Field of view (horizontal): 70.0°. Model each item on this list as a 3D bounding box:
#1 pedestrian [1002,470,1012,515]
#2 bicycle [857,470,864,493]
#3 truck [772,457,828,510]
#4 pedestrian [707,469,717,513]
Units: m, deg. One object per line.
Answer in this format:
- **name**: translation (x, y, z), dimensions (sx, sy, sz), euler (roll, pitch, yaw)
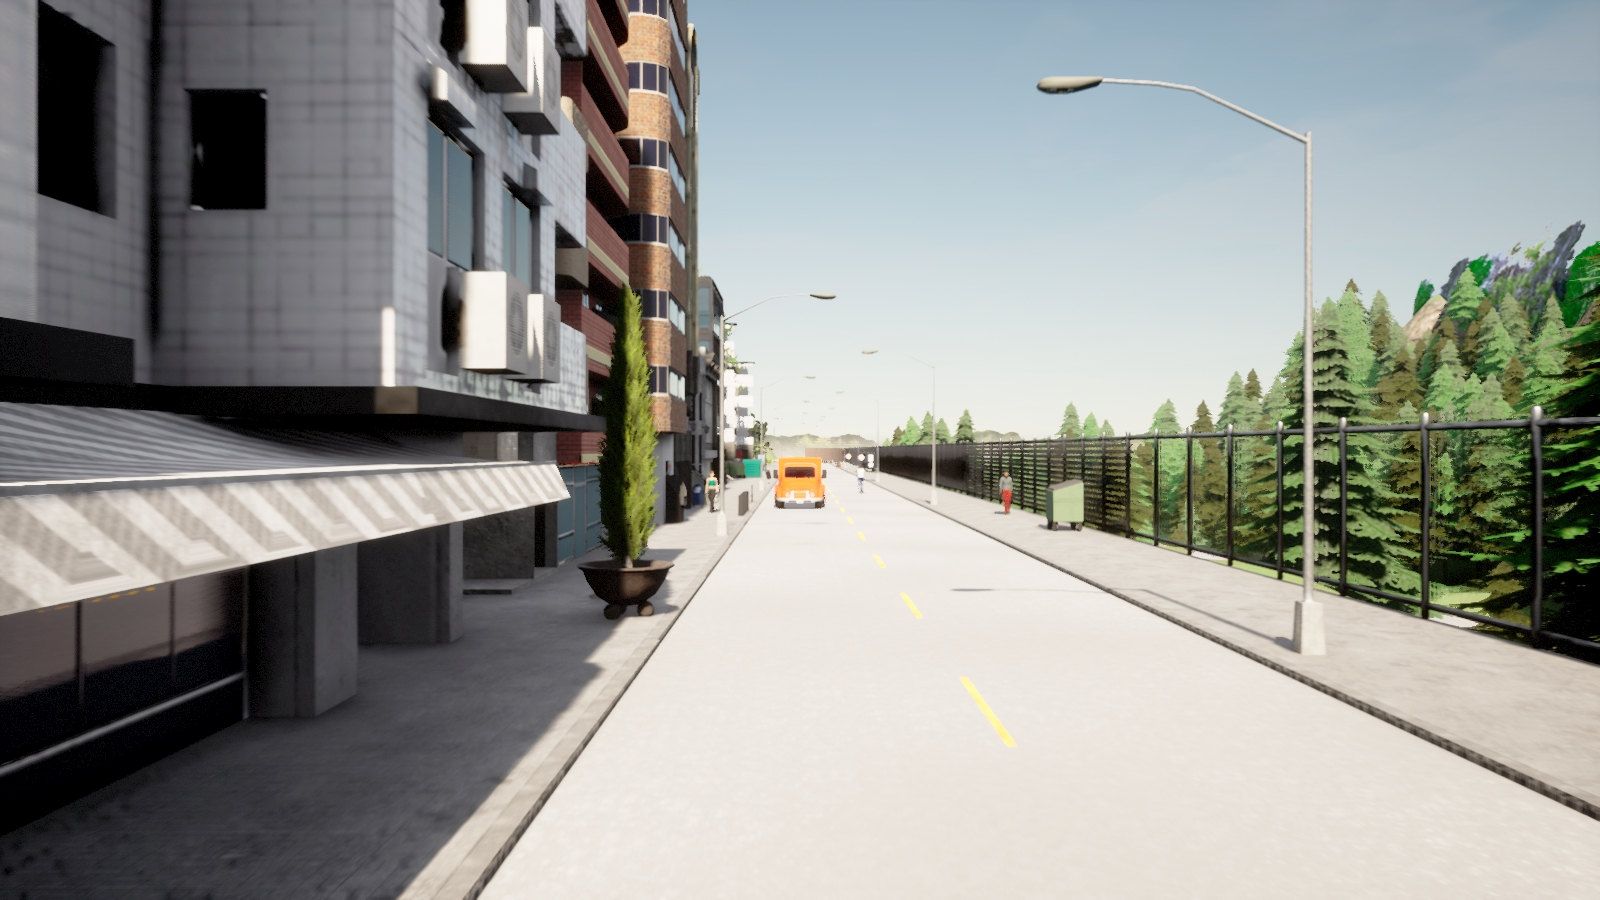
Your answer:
- **pedestrian**: translation (8.531, 1.748, 47.142), dimensions (0.375, 1.860, 0.375), euler (0, 0, 7)
- **bicycle**: translation (3.993, 2.062, 75.061), dimensions (0.373, 1.496, 1.643), euler (0, 0, 0)
- **truck**: translation (-0.004, 1.579, 55.917), dimensions (2.627, 2.467, 5.204), euler (0, 0, 0)
- **pedestrian**: translation (-3.754, 1.748, 48.820), dimensions (0.375, 1.860, 0.375), euler (0, 0, 7)
